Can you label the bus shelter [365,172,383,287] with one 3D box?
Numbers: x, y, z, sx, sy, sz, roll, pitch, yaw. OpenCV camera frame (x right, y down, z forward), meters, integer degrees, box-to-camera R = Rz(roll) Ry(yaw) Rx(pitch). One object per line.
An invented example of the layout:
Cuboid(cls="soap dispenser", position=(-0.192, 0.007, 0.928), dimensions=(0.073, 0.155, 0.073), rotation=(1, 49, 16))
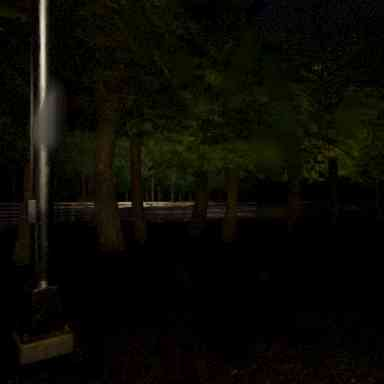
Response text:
Cuboid(cls="bus shelter", position=(6.427, 0.880, 8.582), dimensions=(3.880, 2.740, 1.920), rotation=(0, 0, -36))
